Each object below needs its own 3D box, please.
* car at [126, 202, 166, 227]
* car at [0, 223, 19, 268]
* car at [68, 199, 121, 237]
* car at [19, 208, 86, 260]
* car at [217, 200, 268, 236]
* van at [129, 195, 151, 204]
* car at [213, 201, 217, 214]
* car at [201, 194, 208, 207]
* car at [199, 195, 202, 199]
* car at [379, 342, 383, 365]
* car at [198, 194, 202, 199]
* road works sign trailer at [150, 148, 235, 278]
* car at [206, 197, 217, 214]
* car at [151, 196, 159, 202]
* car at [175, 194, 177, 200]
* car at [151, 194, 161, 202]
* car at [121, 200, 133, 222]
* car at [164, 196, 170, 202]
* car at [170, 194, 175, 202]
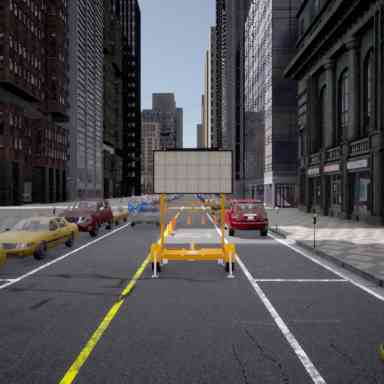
[{"bbox_3d":[-2.939,1.603,22.761,1.895,1.301,4.718,0,0,0],"label":"car"},{"bbox_3d":[-5.747,1.525,6.799,1.752,1.417,4.829,0,0,0],"label":"car"},{"bbox_3d":[-5.718,1.316,18.250,2.192,1.841,5.009,0,0,0],"label":"car"},{"bbox_3d":[-5.733,1.525,12.440,1.752,1.417,4.829,0,0,0],"label":"car"},{"bbox_3d":[2.807,1.316,18.235,2.192,1.841,5.009,0,0,0],"label":"car"},{"bbox_3d":[-5.674,1.349,35.173,1.690,1.788,3.998,0,0,0],"label":"van"},{"bbox_3d":[2.822,1.553,23.876,2.008,1.369,4.403,0,0,0],"label":"car"},{"bbox_3d":[2.895,1.461,52.077,1.967,1.590,4.097,0,0,0],"label":"car"},{"bbox_3d":[2.925,1.597,63.359,1.947,1.339,4.313,0,0,0],"label":"car"},{"bbox_3d":[2.764,1.525,1.484,1.752,1.417,4.829,0,0,0],"label":"car"},{"bbox_3d":[2.969,1.590,80.281,1.887,1.381,4.507,0,0,0],"label":"car"},{"bbox_3d":[0.026,0.464,10.151,2.380,3.560,2.880,0,0,0],"label":"road works sign trailer"},{"bbox_3d":[2.852,1.559,35.157,2.008,1.369,4.403,0,0,0],"label":"car"},{"bbox_3d":[-5.659,1.562,40.813,2.008,1.369,4.403,0,0,0],"label":"car"},{"bbox_3d":[-5.541,1.601,85.939,2.008,1.369,4.403,0,0,0],"label":"car"},{"bbox_3d":[-5.645,1.331,46.454,2.192,1.841,5.009,0,0,0],"label":"car"},{"bbox_3d":[-5.703,1.528,23.721,1.752,1.417,4.829,0,0,0],"label":"car"},{"bbox_3d":[-5.616,1.341,57.735,2.192,1.841,5.009,0,0,0],"label":"car"},{"bbox_3d":[-5.571,1.607,74.658,1.947,1.339,4.313,0,0,0],"label":"car"}]
